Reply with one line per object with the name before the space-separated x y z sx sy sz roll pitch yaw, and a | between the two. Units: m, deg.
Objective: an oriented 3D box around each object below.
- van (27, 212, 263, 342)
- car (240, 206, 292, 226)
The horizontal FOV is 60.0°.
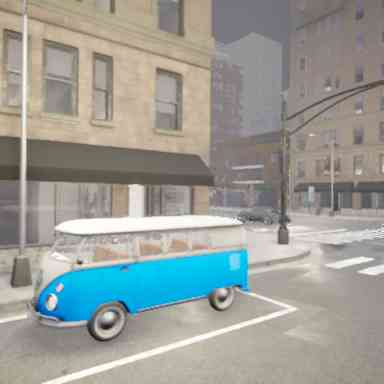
van | -0.736 1.370 6.237 3.998 1.788 1.690 1 0 -36
car | 5.429 1.745 25.204 1.994 1.385 4.181 1 -1 -36
